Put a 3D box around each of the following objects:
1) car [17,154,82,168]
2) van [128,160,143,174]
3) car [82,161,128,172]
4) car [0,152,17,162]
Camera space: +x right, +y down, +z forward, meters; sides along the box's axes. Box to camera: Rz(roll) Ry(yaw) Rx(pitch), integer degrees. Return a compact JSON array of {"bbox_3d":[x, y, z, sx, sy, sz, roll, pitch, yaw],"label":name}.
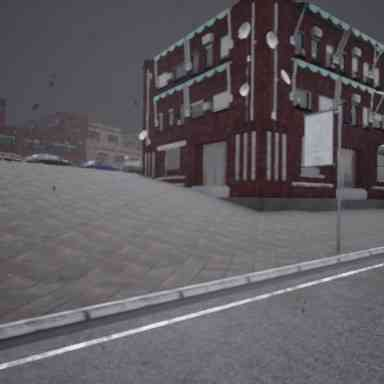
[{"bbox_3d":[-13.104,-2.720,30.786,2.002,1.452,4.674,0,-2,41],"label":"car"},{"bbox_3d":[-5.962,-2.573,39.435,1.878,1.987,4.442,0,-2,39],"label":"van"},{"bbox_3d":[-9.545,-2.527,35.031,2.002,1.452,4.674,0,-2,40],"label":"car"},{"bbox_3d":[-16.826,-2.824,30.989,1.837,1.490,4.892,0,-2,41],"label":"car"}]
